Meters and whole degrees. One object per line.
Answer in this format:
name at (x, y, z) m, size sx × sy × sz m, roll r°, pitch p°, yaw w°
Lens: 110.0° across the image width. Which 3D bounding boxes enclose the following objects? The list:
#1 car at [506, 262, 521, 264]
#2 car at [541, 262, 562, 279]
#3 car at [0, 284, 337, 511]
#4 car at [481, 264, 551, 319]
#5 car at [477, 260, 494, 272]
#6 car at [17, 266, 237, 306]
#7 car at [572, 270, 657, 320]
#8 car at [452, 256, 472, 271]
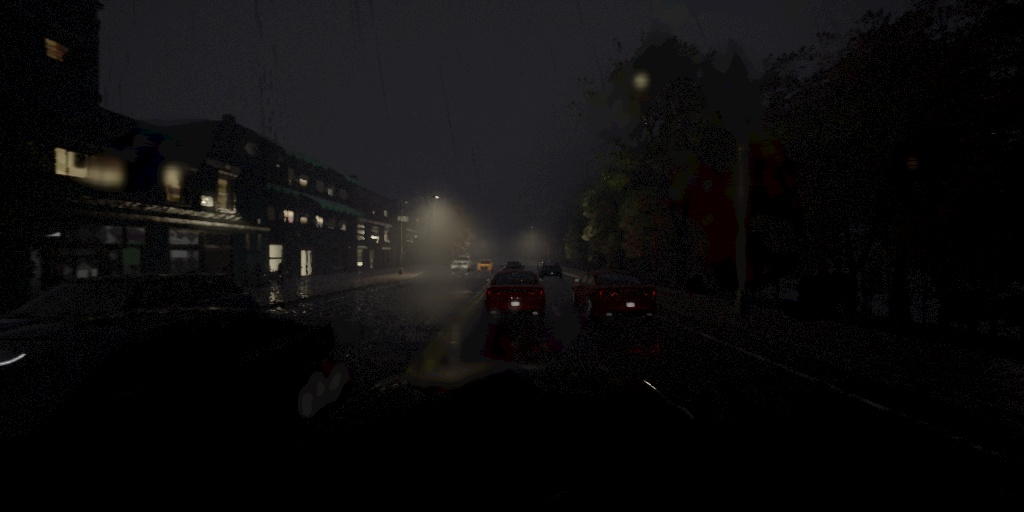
car at (0.100, 1.248, 32.645) m, size 1.837 × 1.490 × 4.892 m, roll 0°, pitch 0°, yaw 0°
car at (3.350, 1.235, 32.301) m, size 2.128 × 1.511 × 4.902 m, roll 0°, pitch 0°, yaw 0°
car at (-3.351, 1.227, 2.906) m, size 1.882 × 1.535 × 5.008 m, roll 0°, pitch 0°, yaw 0°
car at (0.100, 1.226, 12.802) m, size 1.882 × 1.535 × 5.008 m, roll 0°, pitch 0°, yaw 0°
car at (-3.333, 1.218, 45.523) m, size 1.882 × 1.535 × 5.008 m, roll 0°, pitch 0°, yaw 0°
car at (-6.601, 1.101, 6.030) m, size 2.097 × 1.767 × 4.553 m, roll 0°, pitch 0°, yaw 0°
car at (3.348, 1.226, 12.595) m, size 1.882 × 1.535 × 5.008 m, roll 0°, pitch 0°, yaw 0°
car at (-6.585, 0.961, 47.765) m, size 2.150 × 2.045 × 5.566 m, roll 0°, pitch 0°, yaw 0°
